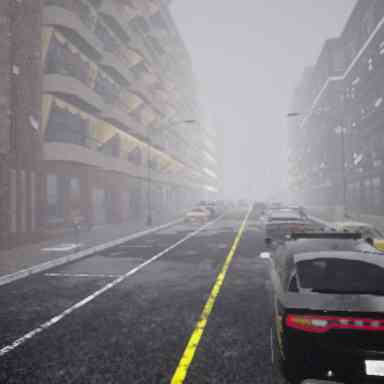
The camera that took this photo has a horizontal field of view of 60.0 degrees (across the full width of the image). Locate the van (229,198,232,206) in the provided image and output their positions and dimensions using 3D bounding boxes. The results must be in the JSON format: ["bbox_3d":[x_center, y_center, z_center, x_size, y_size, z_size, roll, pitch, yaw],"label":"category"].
[{"bbox_3d":[4.745,1.906,50.473,1.690,1.788,3.998,0,-1,11],"label":"van"}]

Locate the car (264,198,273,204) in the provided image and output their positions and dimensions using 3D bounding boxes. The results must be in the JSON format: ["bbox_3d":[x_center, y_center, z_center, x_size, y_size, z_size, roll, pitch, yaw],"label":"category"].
[{"bbox_3d":[18.709,2.159,81.517,1.967,1.590,4.097,0,-1,11],"label":"car"}]

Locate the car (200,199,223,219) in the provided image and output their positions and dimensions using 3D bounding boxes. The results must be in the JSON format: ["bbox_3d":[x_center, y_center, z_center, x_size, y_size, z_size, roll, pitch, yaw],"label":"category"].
[{"bbox_3d":[1.610,1.723,34.182,2.192,1.841,5.009,0,0,11],"label":"car"}]

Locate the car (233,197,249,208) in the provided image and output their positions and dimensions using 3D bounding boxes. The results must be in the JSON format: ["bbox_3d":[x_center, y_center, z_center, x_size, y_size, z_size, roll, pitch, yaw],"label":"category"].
[{"bbox_3d":[8.921,1.942,58.721,2.097,1.767,4.553,-2,-1,11],"label":"car"}]

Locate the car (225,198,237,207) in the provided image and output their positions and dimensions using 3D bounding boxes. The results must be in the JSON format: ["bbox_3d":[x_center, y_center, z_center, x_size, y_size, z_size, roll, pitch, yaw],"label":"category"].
[{"bbox_3d":[7.882,2.052,66.764,2.192,1.841,5.009,0,-1,11],"label":"car"}]

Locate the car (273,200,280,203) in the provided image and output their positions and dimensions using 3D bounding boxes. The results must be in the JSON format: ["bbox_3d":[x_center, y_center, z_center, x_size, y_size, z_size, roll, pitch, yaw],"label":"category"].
[{"bbox_3d":[9.333,1.754,32.631,2.008,1.369,4.403,0,-1,11],"label":"car"}]

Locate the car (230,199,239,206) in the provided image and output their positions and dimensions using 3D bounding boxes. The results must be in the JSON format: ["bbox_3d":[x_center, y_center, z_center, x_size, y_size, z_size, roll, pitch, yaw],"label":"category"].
[{"bbox_3d":[9.973,2.425,77.623,1.947,1.339,4.313,0,-1,11],"label":"car"}]

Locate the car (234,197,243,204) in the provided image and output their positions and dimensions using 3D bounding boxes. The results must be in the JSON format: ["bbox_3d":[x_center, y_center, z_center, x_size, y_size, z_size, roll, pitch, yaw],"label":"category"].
[{"bbox_3d":[13.109,2.371,93.916,2.192,1.841,5.009,0,-1,11],"label":"car"}]

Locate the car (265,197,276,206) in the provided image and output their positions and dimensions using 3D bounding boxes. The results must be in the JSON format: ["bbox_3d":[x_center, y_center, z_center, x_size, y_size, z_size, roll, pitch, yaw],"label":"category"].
[{"bbox_3d":[16.618,1.908,70.655,2.192,1.841,5.009,0,-1,11],"label":"car"}]

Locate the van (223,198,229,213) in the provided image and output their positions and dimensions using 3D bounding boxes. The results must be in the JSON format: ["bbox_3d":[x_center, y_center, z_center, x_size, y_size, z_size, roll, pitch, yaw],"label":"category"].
[{"bbox_3d":[3.700,1.851,45.041,1.690,1.788,3.998,0,-1,11],"label":"van"}]

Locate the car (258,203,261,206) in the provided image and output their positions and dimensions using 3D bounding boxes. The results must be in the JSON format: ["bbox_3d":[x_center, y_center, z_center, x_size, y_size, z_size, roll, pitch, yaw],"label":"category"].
[{"bbox_3d":[5.341,1.670,21.197,1.812,1.442,4.674,-2,-1,11],"label":"car"}]

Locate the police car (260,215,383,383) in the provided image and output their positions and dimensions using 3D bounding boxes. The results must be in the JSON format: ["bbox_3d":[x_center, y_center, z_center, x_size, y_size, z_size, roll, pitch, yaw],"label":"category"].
[{"bbox_3d":[2.223,1.442,5.613,1.930,1.638,5.238,-2,-1,11],"label":"police car"}]

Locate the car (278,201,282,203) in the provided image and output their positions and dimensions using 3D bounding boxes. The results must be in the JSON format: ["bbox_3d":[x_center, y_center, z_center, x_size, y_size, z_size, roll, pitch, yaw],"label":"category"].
[{"bbox_3d":[8.287,1.700,27.199,1.887,1.381,4.507,0,-1,11],"label":"car"}]

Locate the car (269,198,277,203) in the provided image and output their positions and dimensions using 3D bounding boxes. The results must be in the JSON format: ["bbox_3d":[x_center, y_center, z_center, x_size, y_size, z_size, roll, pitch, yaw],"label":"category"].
[{"bbox_3d":[12.470,1.905,48.923,1.887,1.381,4.507,0,-1,11],"label":"car"}]

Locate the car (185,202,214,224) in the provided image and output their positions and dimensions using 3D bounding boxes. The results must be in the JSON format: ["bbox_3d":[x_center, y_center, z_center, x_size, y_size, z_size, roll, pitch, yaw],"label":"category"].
[{"bbox_3d":[0.531,1.883,28.582,1.752,1.417,4.829,0,0,11],"label":"car"}]

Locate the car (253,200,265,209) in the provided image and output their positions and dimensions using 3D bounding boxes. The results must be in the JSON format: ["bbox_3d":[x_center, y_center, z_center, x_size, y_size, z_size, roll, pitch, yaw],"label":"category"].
[{"bbox_3d":[11.258,2.099,56.286,1.895,1.301,4.718,-2,-1,11],"label":"car"}]

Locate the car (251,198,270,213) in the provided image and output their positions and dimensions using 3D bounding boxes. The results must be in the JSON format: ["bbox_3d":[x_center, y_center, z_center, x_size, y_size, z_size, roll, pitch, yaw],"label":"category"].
[{"bbox_3d":[8.654,1.866,42.719,1.837,1.490,4.892,-2,-1,11],"label":"car"}]

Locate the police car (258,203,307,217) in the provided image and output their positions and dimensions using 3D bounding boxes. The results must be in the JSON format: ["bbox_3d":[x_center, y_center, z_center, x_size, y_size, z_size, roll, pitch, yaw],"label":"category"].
[{"bbox_3d":[4.224,1.519,15.413,1.930,1.638,5.238,-2,-1,11],"label":"police car"}]
